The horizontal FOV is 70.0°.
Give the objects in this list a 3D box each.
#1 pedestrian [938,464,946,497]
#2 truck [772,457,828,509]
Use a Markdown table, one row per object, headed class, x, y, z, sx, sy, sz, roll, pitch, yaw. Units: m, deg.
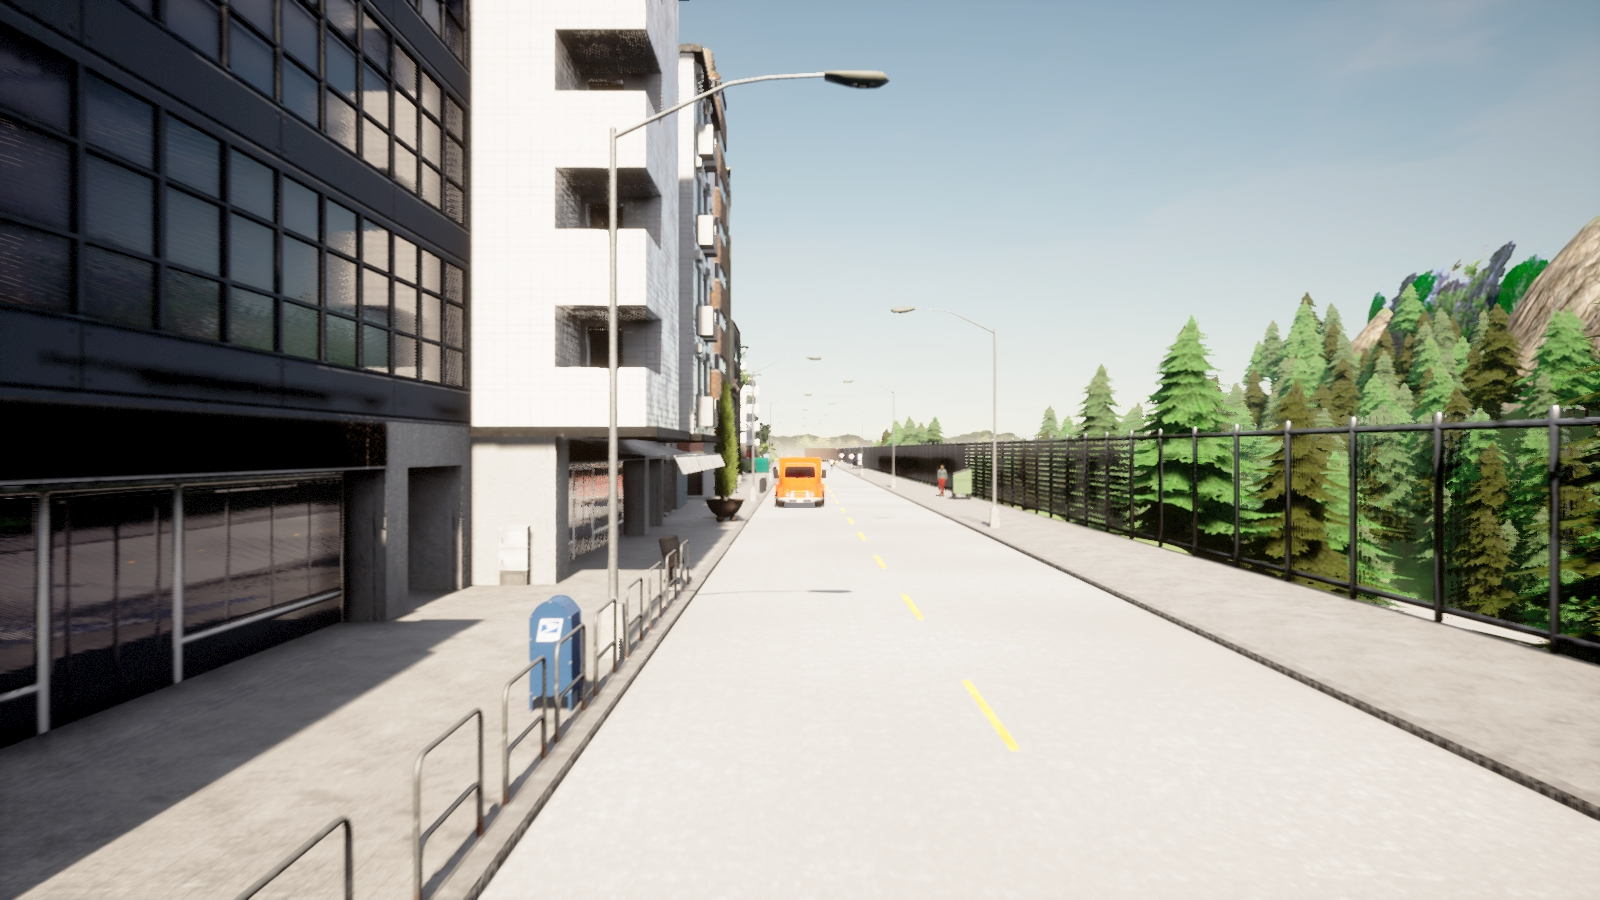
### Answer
| class | x | y | z | sx | sy | sz | roll | pitch | yaw |
| --- | --- | --- | --- | --- | --- | --- | --- | --- | --- |
| pedestrian | 8.226 | 1.750 | 66.068 | 0.375 | 1.860 | 0.375 | 0 | 0 | 17 |
| truck | -0.005 | 1.572 | 56.626 | 2.627 | 2.467 | 5.204 | 0 | 0 | 0 |
